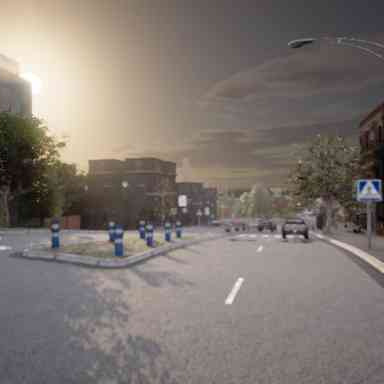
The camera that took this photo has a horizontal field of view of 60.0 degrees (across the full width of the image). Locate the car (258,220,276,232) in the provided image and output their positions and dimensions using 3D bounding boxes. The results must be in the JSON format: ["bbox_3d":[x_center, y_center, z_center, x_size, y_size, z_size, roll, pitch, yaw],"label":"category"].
[{"bbox_3d":[9.982,4.555,44.841,1.837,1.490,4.892,-1,-6,16],"label":"car"}]

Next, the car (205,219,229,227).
[{"bbox_3d":[5.712,7.722,81.026,4.892,1.521,2.231,1,-5,-4],"label":"car"}]

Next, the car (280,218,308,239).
[{"bbox_3d":[7.914,2.772,25.710,2.128,1.511,4.902,-1,-5,16],"label":"car"}]

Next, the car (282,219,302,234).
[{"bbox_3d":[10.972,3.787,36.496,1.882,1.535,5.008,-1,-6,17],"label":"car"}]

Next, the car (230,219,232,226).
[{"bbox_3d":[7.313,8.298,86.869,4.792,1.488,2.163,1,-5,-4],"label":"car"}]

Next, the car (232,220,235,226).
[{"bbox_3d":[7.985,8.539,89.782,5.366,1.575,1.946,1,-5,-4],"label":"car"}]

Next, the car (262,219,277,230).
[{"bbox_3d":[12.780,5.354,54.815,2.097,1.767,4.553,-1,-5,16],"label":"car"}]

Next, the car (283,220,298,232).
[{"bbox_3d":[13.467,4.631,45.347,1.882,1.535,5.008,-1,-5,16],"label":"car"}]
